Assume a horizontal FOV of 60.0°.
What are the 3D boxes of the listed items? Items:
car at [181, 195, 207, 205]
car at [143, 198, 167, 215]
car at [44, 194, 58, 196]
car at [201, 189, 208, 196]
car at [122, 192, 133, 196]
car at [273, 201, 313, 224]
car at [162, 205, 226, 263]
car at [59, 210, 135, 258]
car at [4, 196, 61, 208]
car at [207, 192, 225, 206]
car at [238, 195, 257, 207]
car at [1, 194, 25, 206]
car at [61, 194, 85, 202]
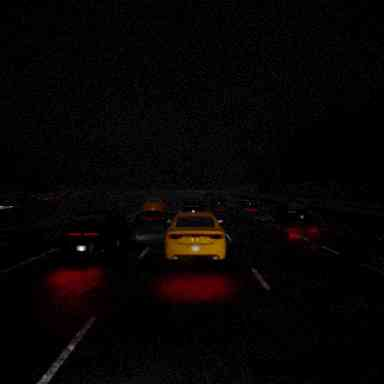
[{"bbox_3d":[0.109,1.304,29.818,1.837,1.490,4.892,0,1,0],"label":"car"},{"bbox_3d":[-3.390,1.262,31.044,1.882,1.535,5.008,0,1,0],"label":"car"},{"bbox_3d":[-21.044,1.037,49.284,1.882,1.535,5.008,0,1,0],"label":"car"},{"bbox_3d":[3.522,0.736,70.719,1.837,1.490,4.892,0,1,0],"label":"car"},{"bbox_3d":[-13.977,0.711,72.156,1.812,1.442,4.674,0,1,0],"label":"car"},{"bbox_3d":[7.072,1.391,23.620,1.812,1.442,4.674,0,1,0],"label":"car"},{"bbox_3d":[0.104,1.435,11.879,1.882,1.535,5.008,0,0,0],"label":"car"},{"bbox_3d":[-3.396,1.458,12.628,1.837,1.490,4.892,0,0,0],"label":"car"},{"bbox_3d":[-14.090,1.344,29.837,2.033,1.411,5.357,0,1,0],"label":"car"},{"bbox_3d":[3.514,1.114,46.002,1.837,1.490,4.892,0,1,0],"label":"car"},{"bbox_3d":[7.111,1.152,42.967,1.837,1.490,4.892,0,1,0],"label":"car"},{"bbox_3d":[-24.554,1.090,46.379,2.128,1.511,4.902,0,1,0],"label":"car"},{"bbox_3d":[-17.556,1.077,49.958,1.812,1.442,4.674,0,1,0],"label":"car"}]
